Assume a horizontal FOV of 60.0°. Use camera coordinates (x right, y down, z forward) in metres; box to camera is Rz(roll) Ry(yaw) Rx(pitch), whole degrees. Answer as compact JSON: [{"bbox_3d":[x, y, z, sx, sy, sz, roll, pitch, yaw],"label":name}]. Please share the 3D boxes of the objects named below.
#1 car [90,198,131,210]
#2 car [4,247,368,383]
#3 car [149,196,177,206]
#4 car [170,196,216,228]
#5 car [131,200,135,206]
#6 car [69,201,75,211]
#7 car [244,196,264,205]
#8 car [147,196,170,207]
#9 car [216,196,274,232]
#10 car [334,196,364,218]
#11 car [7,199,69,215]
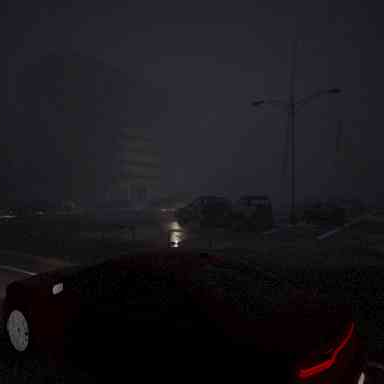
[{"bbox_3d":[-10.388,1.601,41.808,1.895,1.301,4.718,0,0,34],"label":"car"},{"bbox_3d":[-0.533,1.478,4.369,5.008,1.535,1.882,0,0,35],"label":"car"},{"bbox_3d":[-4.815,1.491,56.327,2.128,1.511,4.902,0,0,34],"label":"car"},{"bbox_3d":[0.939,1.153,20.732,1.932,1.855,4.605,0,0,34],"label":"car"},{"bbox_3d":[-10.521,1.547,47.890,2.033,1.411,5.357,0,0,33],"label":"car"},{"bbox_3d":[-16.182,1.526,39.434,1.812,1.442,4.674,0,0,34],"label":"car"},{"bbox_3d":[11.491,1.526,61.506,1.812,1.442,4.674,0,0,34],"label":"car"},{"bbox_3d":[-4.715,1.492,50.239,2.128,1.511,4.902,0,0,34],"label":"car"},{"bbox_3d":[3.306,1.156,19.066,1.905,1.878,3.866,0,0,34],"label":"car"},{"bbox_3d":[15.329,1.395,32.023,1.970,1.475,3.806,0,0,34],"label":"car"},{"bbox_3d":[-15.730,1.547,33.846,2.033,1.411,5.357,0,0,34],"label":"car"}]
